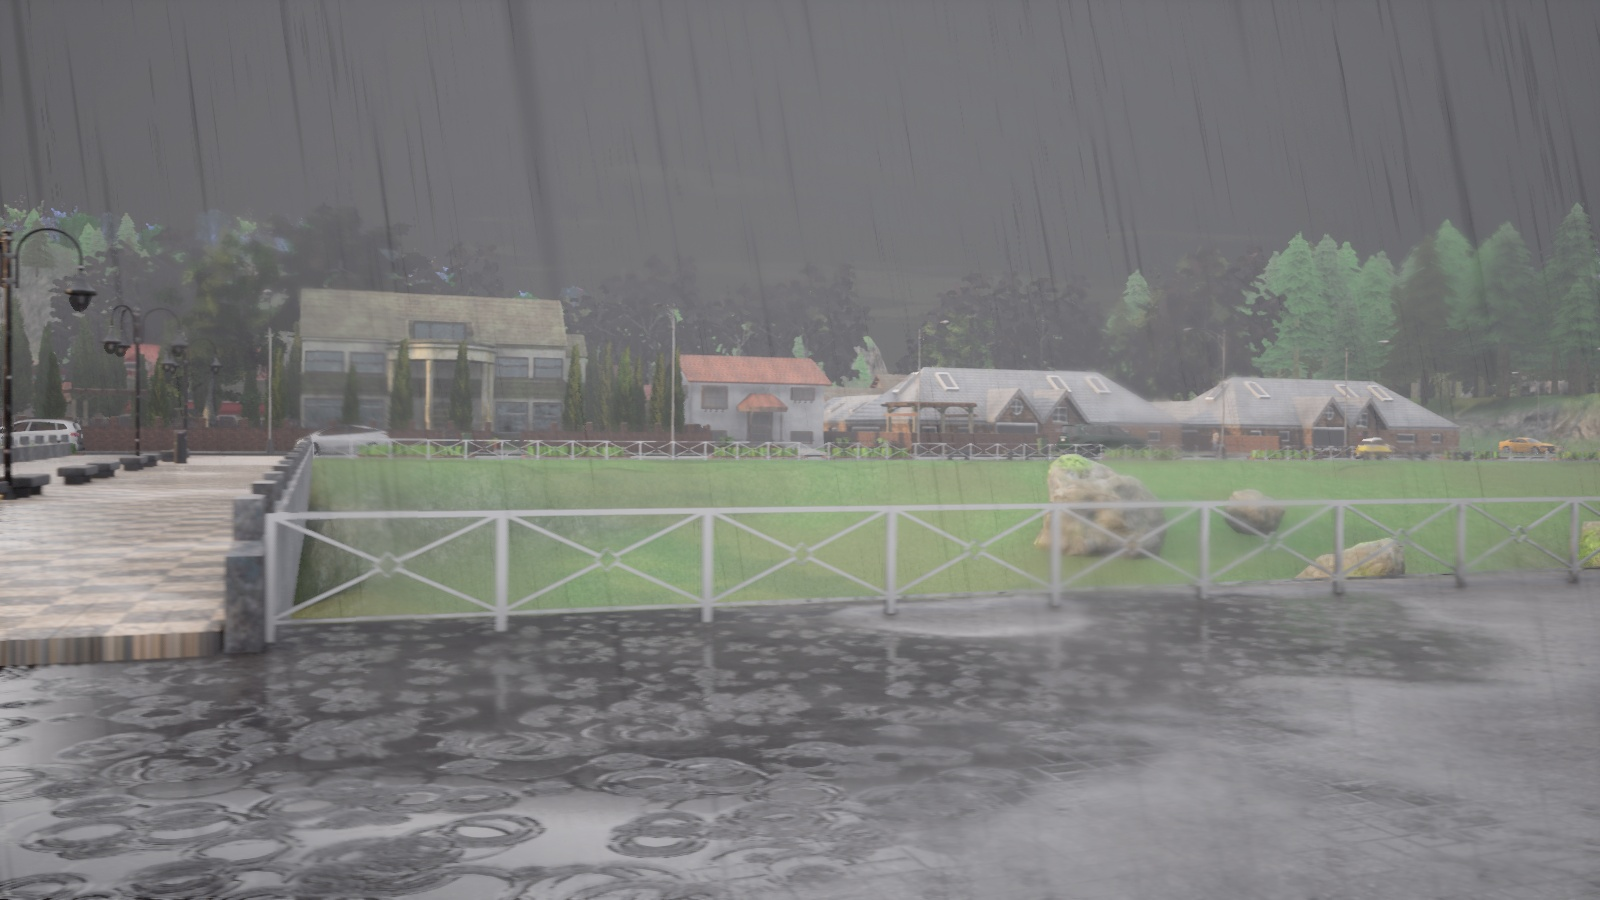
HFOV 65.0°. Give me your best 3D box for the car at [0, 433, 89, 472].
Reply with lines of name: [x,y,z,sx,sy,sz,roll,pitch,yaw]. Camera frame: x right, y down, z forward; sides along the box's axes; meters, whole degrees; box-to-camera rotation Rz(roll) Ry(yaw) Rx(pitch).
car: [-34.827,0.099,56.524,4.611,1.667,2.242,-1,1,-21]

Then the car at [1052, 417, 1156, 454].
car: [17.436,-0.844,72.073,5.566,2.045,2.150,-1,1,-21]

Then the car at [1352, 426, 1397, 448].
car: [36.240,-0.828,79.210,2.207,1.376,1.481,-1,1,-21]

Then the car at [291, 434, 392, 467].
car: [-22.344,-0.010,61.261,4.514,1.525,2.007,-1,1,-21]
